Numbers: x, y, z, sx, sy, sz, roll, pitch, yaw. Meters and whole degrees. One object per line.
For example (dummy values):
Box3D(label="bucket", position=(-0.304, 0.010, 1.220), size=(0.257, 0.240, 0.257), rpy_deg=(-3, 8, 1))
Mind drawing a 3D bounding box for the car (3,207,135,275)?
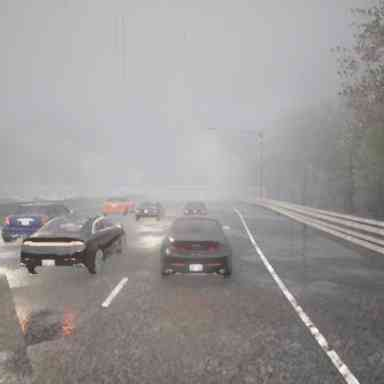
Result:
Box3D(label="car", position=(-3.365, 1.447, 10.309), size=(2.128, 1.511, 4.902), rpy_deg=(0, 0, 1))

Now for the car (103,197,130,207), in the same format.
Box3D(label="car", position=(-6.691, 1.225, 30.813), size=(2.097, 1.767, 4.553), rpy_deg=(0, 0, 1))

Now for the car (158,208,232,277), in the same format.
Box3D(label="car", position=(0.132, 1.463, 10.108), size=(1.837, 1.490, 4.892), rpy_deg=(0, 1, 1))

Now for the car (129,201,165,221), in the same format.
Box3D(label="car", position=(-3.240, 1.438, 26.299), size=(2.033, 1.411, 5.357), rpy_deg=(0, 0, 1))

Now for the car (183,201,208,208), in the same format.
Box3D(label="car", position=(0.260, 1.439, 26.292), size=(2.033, 1.411, 5.357), rpy_deg=(0, 0, 1))

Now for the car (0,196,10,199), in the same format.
Box3D(label="car", position=(-27.696, 1.299, 47.819), size=(2.128, 1.511, 4.902), rpy_deg=(0, 0, 0))

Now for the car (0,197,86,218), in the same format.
Box3D(label="car", position=(-6.801, 1.282, 15.777), size=(2.097, 1.767, 4.553), rpy_deg=(0, 0, 1))
